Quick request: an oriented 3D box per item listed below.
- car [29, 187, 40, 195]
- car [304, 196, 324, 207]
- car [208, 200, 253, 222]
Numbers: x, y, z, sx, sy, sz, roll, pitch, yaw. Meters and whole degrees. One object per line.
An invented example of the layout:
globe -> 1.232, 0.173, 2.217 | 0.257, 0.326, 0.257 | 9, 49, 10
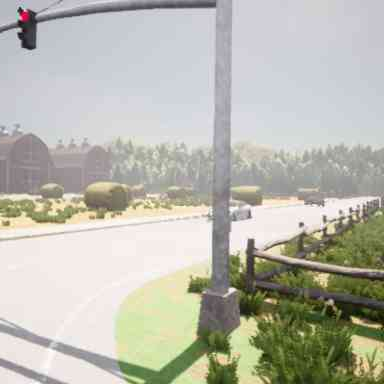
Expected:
car -> -36.901, -0.158, 78.113 | 1.905, 1.878, 3.866 | 7, 1, -13
car -> 16.794, 1.207, 45.678 | 1.994, 1.385, 4.181 | 1, 1, 33
car -> 3.005, 1.350, 24.828 | 1.812, 1.442, 4.674 | 1, 1, 33
